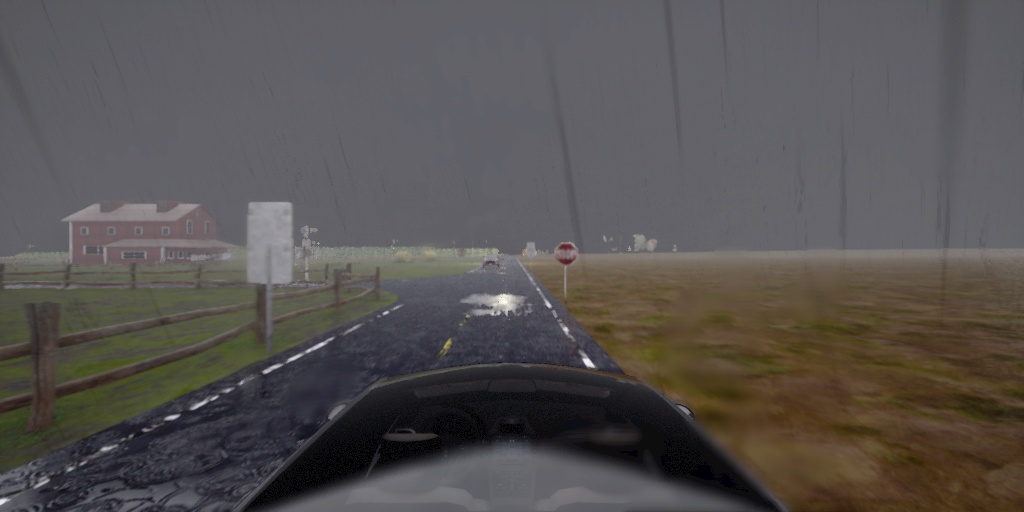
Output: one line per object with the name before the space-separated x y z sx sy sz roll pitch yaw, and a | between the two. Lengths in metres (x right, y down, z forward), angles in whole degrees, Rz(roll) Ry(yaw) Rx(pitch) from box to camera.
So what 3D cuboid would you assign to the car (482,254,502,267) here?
car | -2.733 0.473 47.506 2.097 1.767 4.553 0 0 0
